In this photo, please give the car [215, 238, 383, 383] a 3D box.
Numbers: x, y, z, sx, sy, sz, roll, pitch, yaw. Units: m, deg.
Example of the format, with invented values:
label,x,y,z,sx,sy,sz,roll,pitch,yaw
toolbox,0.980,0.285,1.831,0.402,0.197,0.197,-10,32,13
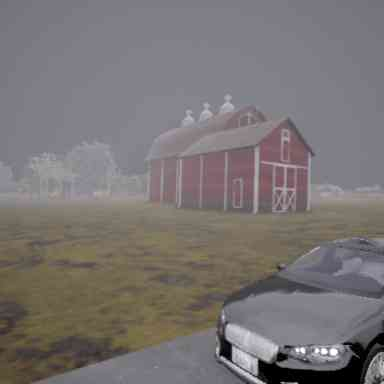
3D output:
label,x,y,z,sx,sy,sz,roll,pitch,yaw
car,2.540,1.492,4.879,4.902,1.511,2.128,0,0,-35
